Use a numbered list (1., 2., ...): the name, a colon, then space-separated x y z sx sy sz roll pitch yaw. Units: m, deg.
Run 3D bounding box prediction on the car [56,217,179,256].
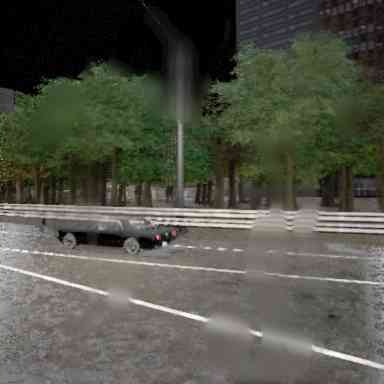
1. car: -3.017 1.622 13.130 4.718 1.301 1.895 0 0 24
